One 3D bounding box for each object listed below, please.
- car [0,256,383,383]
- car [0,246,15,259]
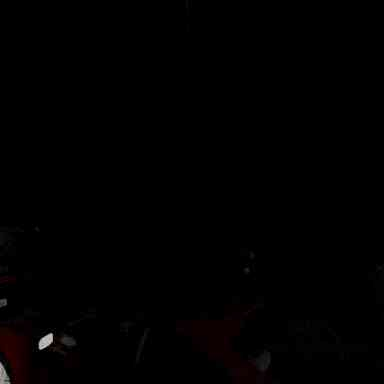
[{"bbox_3d":[-0.264,1.545,3.148,4.507,1.381,1.887,0,0,35],"label":"car"},{"bbox_3d":[-4.698,1.545,6.297,4.507,1.381,1.887,0,0,35],"label":"car"}]
